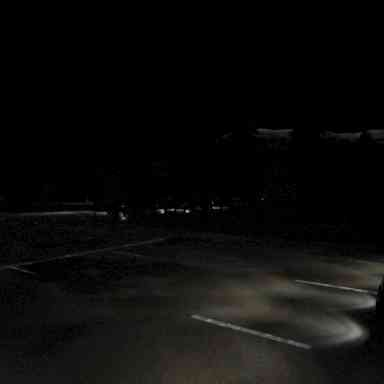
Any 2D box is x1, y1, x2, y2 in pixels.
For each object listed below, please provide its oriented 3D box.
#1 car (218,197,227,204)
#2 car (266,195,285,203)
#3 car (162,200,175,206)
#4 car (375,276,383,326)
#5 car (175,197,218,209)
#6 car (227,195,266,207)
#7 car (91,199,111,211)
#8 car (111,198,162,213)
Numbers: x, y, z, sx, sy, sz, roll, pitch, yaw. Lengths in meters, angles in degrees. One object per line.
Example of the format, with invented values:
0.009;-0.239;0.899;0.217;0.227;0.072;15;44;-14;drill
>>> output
4.694;1.457;50.760;5.357;1.411;2.033;0;0;-37;car
12.810;1.278;55.822;4.553;1.767;2.097;0;0;-28;car
-2.711;1.424;44.668;4.674;1.442;1.812;0;0;-42;car
5.138;1.352;4.578;4.553;1.767;2.097;0;0;36;car
0.639;1.420;42.977;4.892;1.490;1.837;0;0;-41;car
8.026;1.418;48.705;4.902;1.511;2.128;0;0;-35;car
-9.170;1.492;38.299;1.895;1.301;4.718;0;0;43;car
-6.013;1.413;36.491;1.837;1.490;4.892;0;0;43;car
